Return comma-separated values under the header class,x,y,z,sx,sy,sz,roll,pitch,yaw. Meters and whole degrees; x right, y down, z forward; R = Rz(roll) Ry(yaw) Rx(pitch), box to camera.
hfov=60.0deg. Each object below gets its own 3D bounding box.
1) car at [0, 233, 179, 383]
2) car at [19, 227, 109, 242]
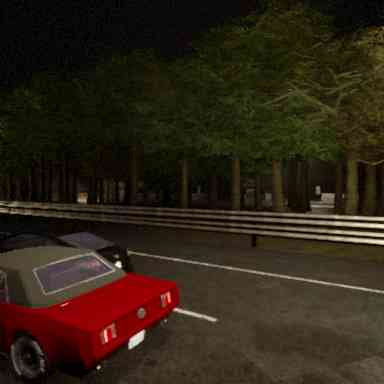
class,x,y,z,sx,sy,sz,roll,pitch,yaw
car,-2.670,1.561,5.216,4.718,1.301,1.895,0,2,27
car,-3.510,1.519,7.757,4.181,1.385,1.994,1,0,19
